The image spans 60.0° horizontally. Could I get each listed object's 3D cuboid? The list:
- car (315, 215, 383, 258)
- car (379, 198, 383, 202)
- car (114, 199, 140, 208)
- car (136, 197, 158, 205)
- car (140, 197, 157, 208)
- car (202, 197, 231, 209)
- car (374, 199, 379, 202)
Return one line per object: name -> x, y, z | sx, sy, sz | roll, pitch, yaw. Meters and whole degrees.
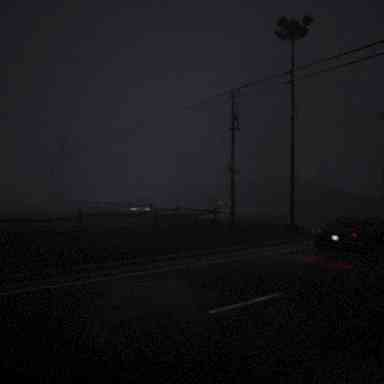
car -> 6.752, 1.635, 13.275 | 4.181, 1.385, 1.994 | 0, 0, -38
car -> 43.597, 1.637, 71.500 | 2.150, 2.045, 5.566 | 0, 0, -4
car -> -10.018, 1.674, 49.501 | 1.994, 1.385, 4.181 | 0, 0, -36
car -> -9.077, 1.715, 66.157 | 2.033, 1.411, 5.357 | 0, 0, -36
car -> -7.159, 1.693, 51.521 | 1.994, 1.385, 4.181 | 0, 0, -36
car -> 3.565, 1.519, 48.699 | 2.097, 1.767, 4.553 | 0, 0, -36
car -> 45.858, 1.986, 79.149 | 1.895, 1.301, 4.718 | 0, 0, -18
